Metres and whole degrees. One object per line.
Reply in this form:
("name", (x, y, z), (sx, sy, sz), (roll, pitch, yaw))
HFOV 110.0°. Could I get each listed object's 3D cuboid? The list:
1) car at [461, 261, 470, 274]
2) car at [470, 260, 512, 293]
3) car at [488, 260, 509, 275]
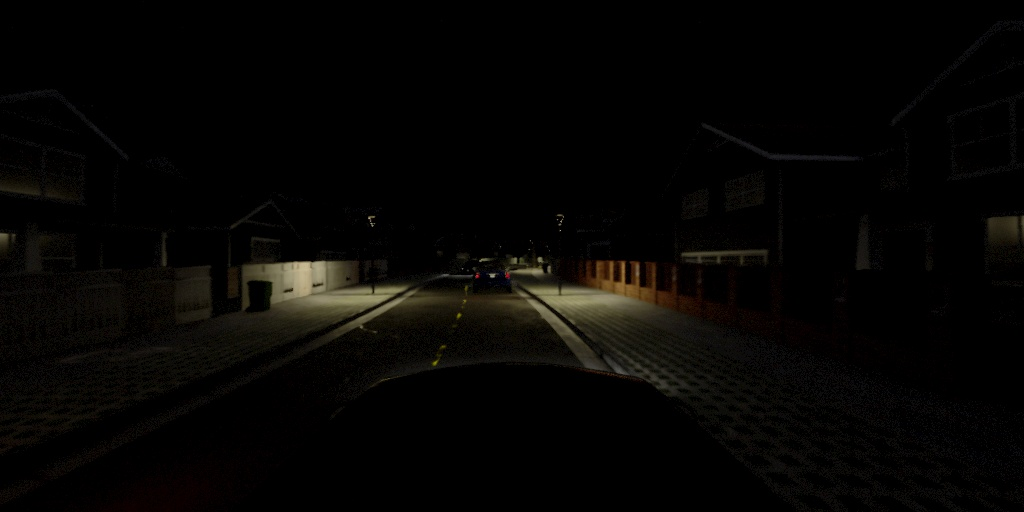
("car", (-4.473, 1.274, 40.398), (1.837, 1.490, 4.892), (0, 0, 5))
("car", (-1.209, 1.088, 20.989), (2.097, 1.767, 4.553), (0, 0, -5))
("car", (-1.455, 1.223, 40.504), (1.837, 1.490, 4.892), (-1, 0, 4))
